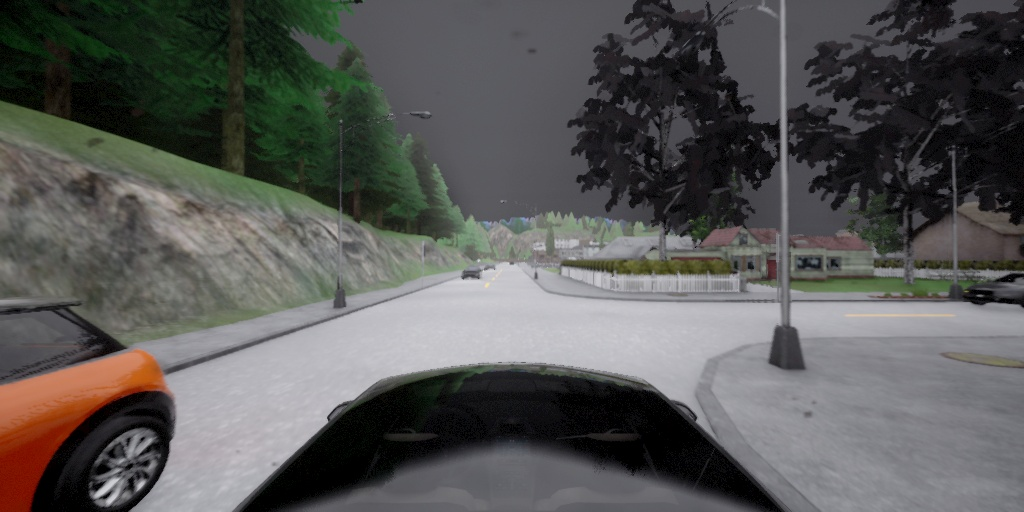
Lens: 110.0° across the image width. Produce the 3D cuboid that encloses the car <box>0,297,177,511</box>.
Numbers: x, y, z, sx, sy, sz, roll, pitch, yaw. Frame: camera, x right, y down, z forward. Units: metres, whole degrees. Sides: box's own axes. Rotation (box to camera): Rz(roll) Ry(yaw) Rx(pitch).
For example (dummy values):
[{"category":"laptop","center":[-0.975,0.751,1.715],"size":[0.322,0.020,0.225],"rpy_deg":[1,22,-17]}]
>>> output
[{"category":"car","center":[-4.000,1.041,1.184],"size":[2.097,1.767,4.553],"rpy_deg":[0,-1,0]}]

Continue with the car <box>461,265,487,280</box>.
[{"category":"car","center":[-4.016,1.734,36.695],"size":[2.033,1.411,5.357],"rpy_deg":[0,0,0]}]

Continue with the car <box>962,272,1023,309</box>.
[{"category":"car","center":[21.920,1.409,14.940],"size":[4.892,1.490,1.837],"rpy_deg":[0,-1,0]}]
